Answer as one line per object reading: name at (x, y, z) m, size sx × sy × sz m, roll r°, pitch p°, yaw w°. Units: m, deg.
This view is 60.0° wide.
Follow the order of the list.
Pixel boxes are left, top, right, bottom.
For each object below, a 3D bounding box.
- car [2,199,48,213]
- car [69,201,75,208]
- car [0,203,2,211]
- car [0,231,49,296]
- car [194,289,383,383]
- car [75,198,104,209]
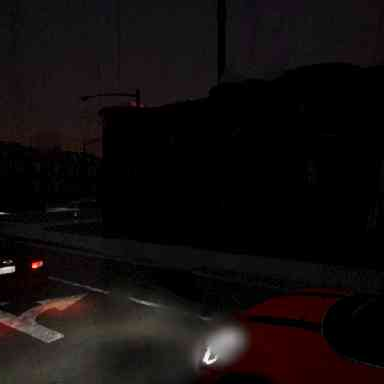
car at (-18.377, 1.564, 37.307) m, size 1.994 × 1.385 × 4.181 m, roll 0°, pitch 0°, yaw 36°
car at (-15.285, 1.526, 47.609) m, size 1.812 × 1.442 × 4.674 m, roll 0°, pitch 0°, yaw 36°
car at (-20.890, 1.547, 39.817) m, size 2.033 × 1.411 × 5.357 m, roll 0°, pitch 0°, yaw 36°
car at (-5.535, 1.547, 7.918) m, size 5.357 × 1.411 × 2.033 m, roll 0°, pitch 0°, yaw 38°
car at (2.214, 1.352, 2.418) m, size 4.553 × 1.767 × 2.097 m, roll 0°, pitch 0°, yaw 36°
car at (-12.876, 1.599, 44.988) m, size 1.895 × 1.301 × 4.718 m, roll 0°, pitch 0°, yaw 36°
